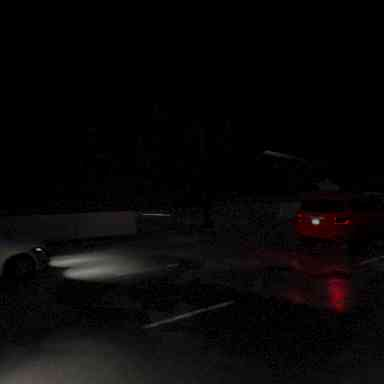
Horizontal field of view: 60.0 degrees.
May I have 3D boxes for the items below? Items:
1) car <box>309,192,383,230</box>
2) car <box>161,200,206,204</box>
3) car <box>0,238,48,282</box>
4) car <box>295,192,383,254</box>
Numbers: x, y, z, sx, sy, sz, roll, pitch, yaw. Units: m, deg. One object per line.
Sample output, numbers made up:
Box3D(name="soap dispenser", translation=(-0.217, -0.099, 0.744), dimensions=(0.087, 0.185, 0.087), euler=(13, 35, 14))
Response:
Box3D(name="car", translation=(9.693, 1.026, 20.667), dimensions=(5.566, 2.045, 2.150), euler=(-1, 0, -41))
Box3D(name="car", translation=(-0.733, 1.030, 34.851), dimensions=(5.357, 1.411, 2.033), euler=(-1, 0, -42))
Box3D(name="car", translation=(-6.051, 1.546, 8.106), dimensions=(4.674, 1.442, 1.812), euler=(-1, 0, -36))
Box3D(name="car", translation=(6.367, 1.096, 13.232), dimensions=(5.566, 2.045, 2.150), euler=(-1, 0, -39))
